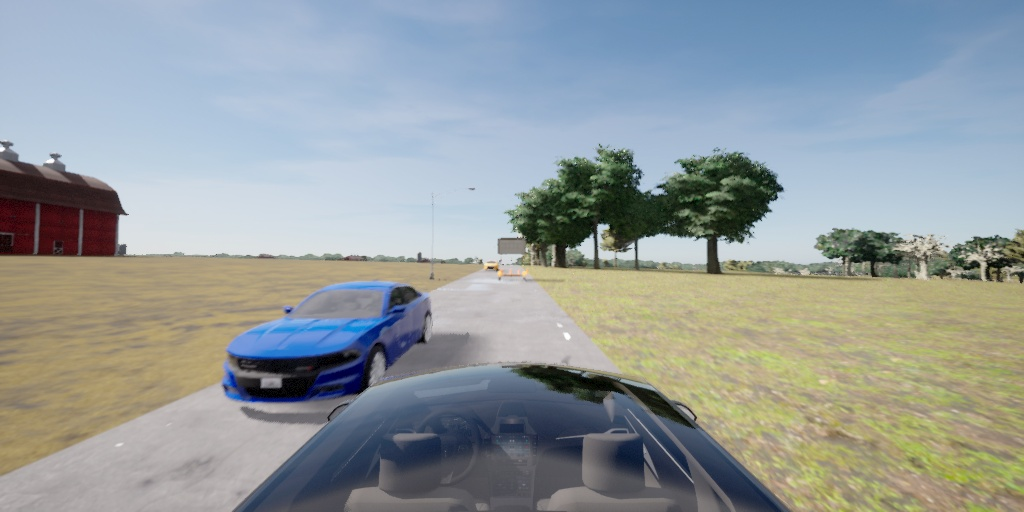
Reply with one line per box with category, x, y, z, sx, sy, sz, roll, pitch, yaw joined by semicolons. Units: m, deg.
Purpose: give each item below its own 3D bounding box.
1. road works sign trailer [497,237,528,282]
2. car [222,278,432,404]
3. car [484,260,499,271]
road works sign trailer;-0.014;0.243;29.816;2.380;3.560;2.880;0;0;0
car;-2.848;1.230;6.741;1.882;1.535;5.008;0;0;0
car;-2.811;1.313;49.806;1.882;1.535;5.008;0;-1;0
